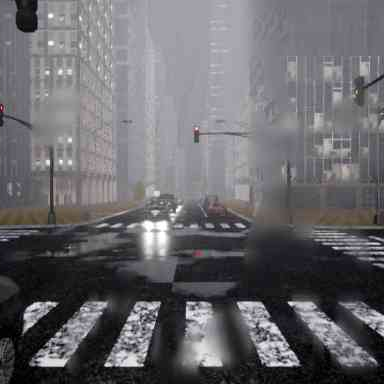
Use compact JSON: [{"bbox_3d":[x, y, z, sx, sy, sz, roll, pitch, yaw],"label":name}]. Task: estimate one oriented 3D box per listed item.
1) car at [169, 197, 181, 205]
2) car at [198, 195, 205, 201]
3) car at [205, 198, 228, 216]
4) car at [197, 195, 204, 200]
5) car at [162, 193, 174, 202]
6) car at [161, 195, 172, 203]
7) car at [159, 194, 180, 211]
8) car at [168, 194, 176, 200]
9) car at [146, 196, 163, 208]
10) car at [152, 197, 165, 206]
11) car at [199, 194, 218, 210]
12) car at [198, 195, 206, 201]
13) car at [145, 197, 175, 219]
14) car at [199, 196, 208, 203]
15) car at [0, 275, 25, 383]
[{"bbox_3d":[-2.911,1.572,58.308,1.895,1.301,4.718,0,0,0],"label":"car"},{"bbox_3d":[2.397,1.472,87.523,1.752,1.417,4.829,-1,0,0],"label":"car"},{"bbox_3d":[2.464,1.569,32.107,1.802,1.307,4.206,-1,0,0],"label":"car"},{"bbox_3d":[2.387,1.486,92.877,1.887,1.381,4.507,-1,0,0],"label":"car"},{"bbox_3d":[-5.466,1.271,76.265,2.192,1.841,5.009,-1,0,0],"label":"car"},{"bbox_3d":[-5.455,1.401,70.740,1.967,1.590,4.097,-1,0,0],"label":"car"},{"bbox_3d":[-2.921,1.205,38.640,2.150,2.045,5.566,0,0,0],"label":"car"},{"bbox_3d":[-5.494,1.382,92.838,1.967,1.590,4.097,-1,0,0],"label":"car"},{"bbox_3d":[-5.415,1.418,48.642,1.967,1.590,4.097,-1,0,0],"label":"car"},{"bbox_3d":[-5.423,1.556,54.167,1.802,1.307,4.206,-1,0,0],"label":"car"},{"bbox_3d":[2.461,1.296,43.157,2.192,1.841,5.009,-1,0,0],"label":"car"},{"bbox_3d":[2.408,1.533,81.829,1.802,1.307,4.206,-1,0,0],"label":"car"},{"bbox_3d":[-2.906,1.480,28.772,2.128,1.511,4.902,0,0,0],"label":"car"},{"bbox_3d":[2.427,1.506,70.779,1.887,1.381,4.507,-1,0,0],"label":"car"},{"bbox_3d":[-2.890,1.490,2.157,2.128,1.511,4.902,0,0,-3],"label":"car"}]
